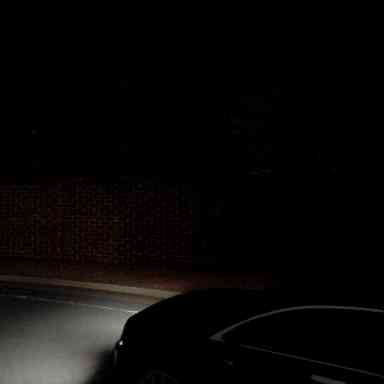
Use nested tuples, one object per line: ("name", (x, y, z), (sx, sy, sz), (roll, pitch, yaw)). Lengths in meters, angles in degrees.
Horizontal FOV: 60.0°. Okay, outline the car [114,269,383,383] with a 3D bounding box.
("car", (1.440, 1.505, 2.975), (4.892, 1.490, 1.837), (0, 0, 33))
